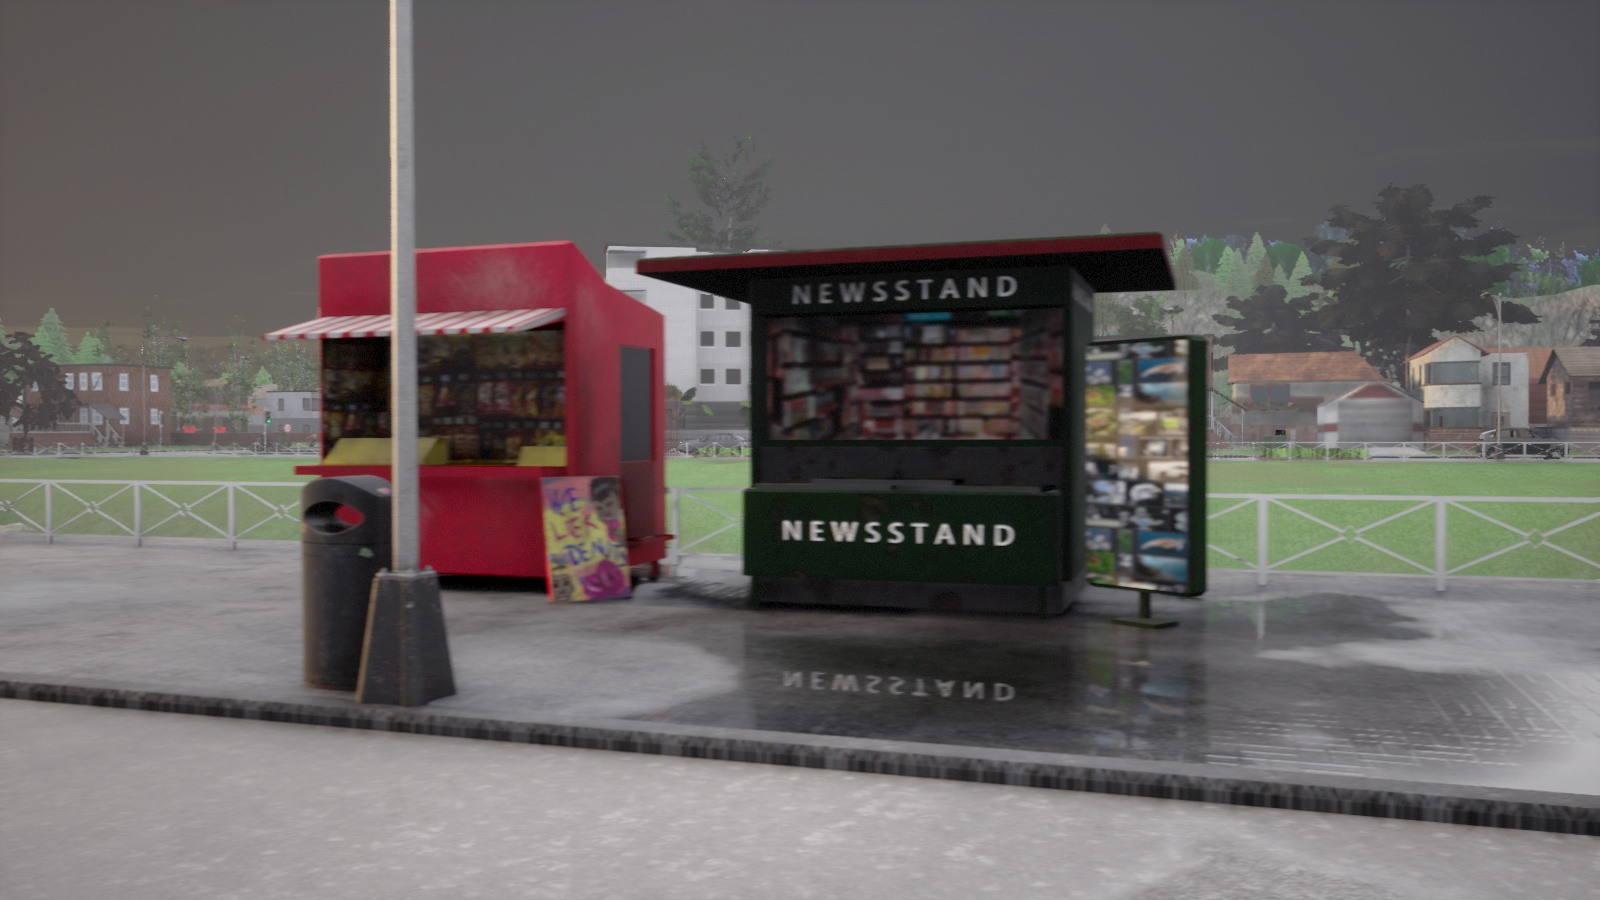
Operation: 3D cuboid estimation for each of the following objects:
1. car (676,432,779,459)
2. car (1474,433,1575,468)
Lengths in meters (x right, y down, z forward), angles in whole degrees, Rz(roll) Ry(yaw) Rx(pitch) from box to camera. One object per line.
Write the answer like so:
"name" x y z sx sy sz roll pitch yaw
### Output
"car" -4.048 -0.265 70.183 5.357 1.411 2.033 1 1 19
"car" 33.191 0.007 57.644 3.705 1.549 1.789 0 1 19
